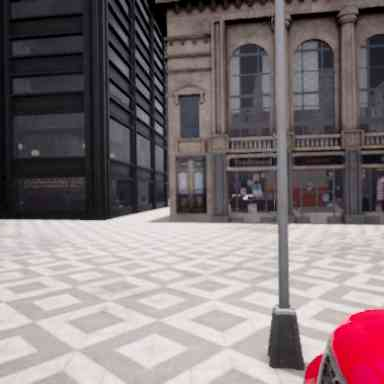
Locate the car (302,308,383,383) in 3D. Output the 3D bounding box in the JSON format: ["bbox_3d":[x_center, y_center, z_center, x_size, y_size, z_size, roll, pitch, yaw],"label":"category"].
[{"bbox_3d":[3.462,1.217,1.568,5.566,2.045,2.150,0,0,8],"label":"car"}]
